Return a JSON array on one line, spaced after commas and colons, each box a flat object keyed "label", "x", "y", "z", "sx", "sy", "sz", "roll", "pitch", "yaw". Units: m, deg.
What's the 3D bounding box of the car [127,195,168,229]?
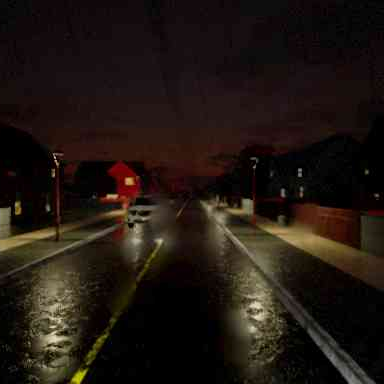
[{"label": "car", "x": -2.800, "y": 1.223, "z": 22.162, "sx": 2.150, "sy": 2.045, "sz": 5.566, "roll": 0, "pitch": 0, "yaw": 1}]
